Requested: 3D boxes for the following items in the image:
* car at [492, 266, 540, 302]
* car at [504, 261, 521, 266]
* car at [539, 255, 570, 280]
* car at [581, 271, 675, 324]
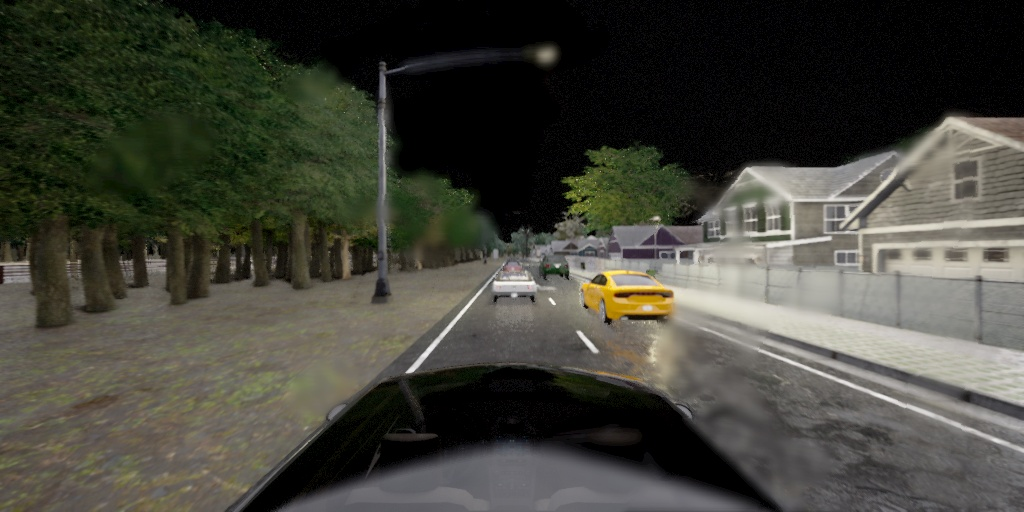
[{"bbox_3d":[0.097,1.339,17.053,1.895,1.301,4.718,0,0,0],"label":"car"},{"bbox_3d":[0.093,1.236,38.741,1.994,1.385,4.181,0,0,0],"label":"car"},{"bbox_3d":[3.595,0.918,31.063,2.150,2.045,5.566,0,0,0],"label":"car"},{"bbox_3d":[3.596,1.224,11.978,1.882,1.535,5.008,0,0,0],"label":"car"}]
